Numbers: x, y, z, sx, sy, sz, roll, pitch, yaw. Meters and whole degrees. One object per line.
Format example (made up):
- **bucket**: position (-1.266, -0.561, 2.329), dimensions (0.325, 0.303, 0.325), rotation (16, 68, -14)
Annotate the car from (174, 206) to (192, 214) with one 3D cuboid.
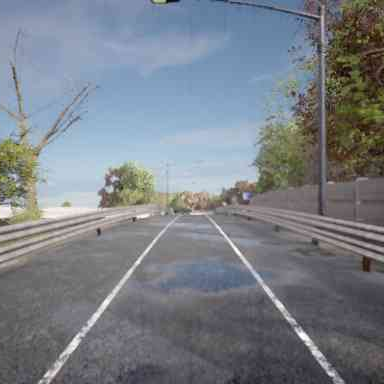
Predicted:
- **car**: position (-2.219, 4.579, 82.759), dimensions (2.150, 2.045, 5.566), rotation (-3, -5, 36)
